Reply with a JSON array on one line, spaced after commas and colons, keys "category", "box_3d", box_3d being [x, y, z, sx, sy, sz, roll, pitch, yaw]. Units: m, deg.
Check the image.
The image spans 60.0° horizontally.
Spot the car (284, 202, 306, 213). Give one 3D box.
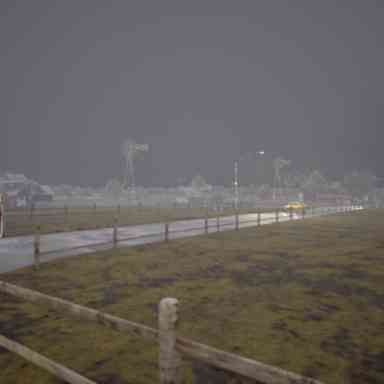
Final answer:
[{"category": "car", "box_3d": [15.233, 2.225, 49.019, 1.882, 1.535, 5.008, 1, 0, 36]}]
